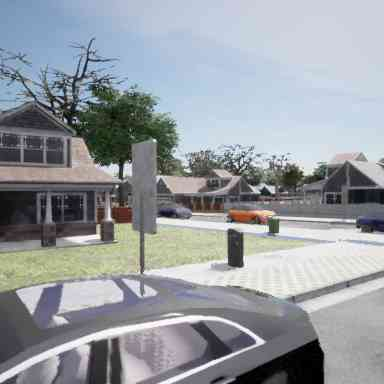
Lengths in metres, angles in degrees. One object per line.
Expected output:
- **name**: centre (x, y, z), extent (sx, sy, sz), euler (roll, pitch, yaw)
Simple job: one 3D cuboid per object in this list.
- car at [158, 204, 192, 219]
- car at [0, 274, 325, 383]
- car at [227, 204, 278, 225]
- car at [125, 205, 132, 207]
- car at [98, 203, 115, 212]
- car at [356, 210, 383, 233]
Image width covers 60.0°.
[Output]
- **car**: centre (-1.954, 2.138, 37.706), extent (2.097, 1.767, 4.553), euler (0, -1, -37)
- **car**: centre (-1.071, 1.491, 2.306), extent (4.902, 1.511, 2.128), euler (0, 0, -35)
- **car**: centre (5.056, 1.838, 28.175), extent (2.097, 1.767, 4.553), euler (0, -1, -36)
- **car**: centre (-8.570, 2.555, 46.426), extent (1.837, 1.490, 4.892), euler (0, -1, -35)
- **car**: centre (-15.766, 2.728, 59.861), extent (2.097, 1.767, 4.553), euler (0, -1, -41)
- **car**: centre (11.442, 1.703, 18.390), extent (1.812, 1.442, 4.674), euler (0, -1, -28)
